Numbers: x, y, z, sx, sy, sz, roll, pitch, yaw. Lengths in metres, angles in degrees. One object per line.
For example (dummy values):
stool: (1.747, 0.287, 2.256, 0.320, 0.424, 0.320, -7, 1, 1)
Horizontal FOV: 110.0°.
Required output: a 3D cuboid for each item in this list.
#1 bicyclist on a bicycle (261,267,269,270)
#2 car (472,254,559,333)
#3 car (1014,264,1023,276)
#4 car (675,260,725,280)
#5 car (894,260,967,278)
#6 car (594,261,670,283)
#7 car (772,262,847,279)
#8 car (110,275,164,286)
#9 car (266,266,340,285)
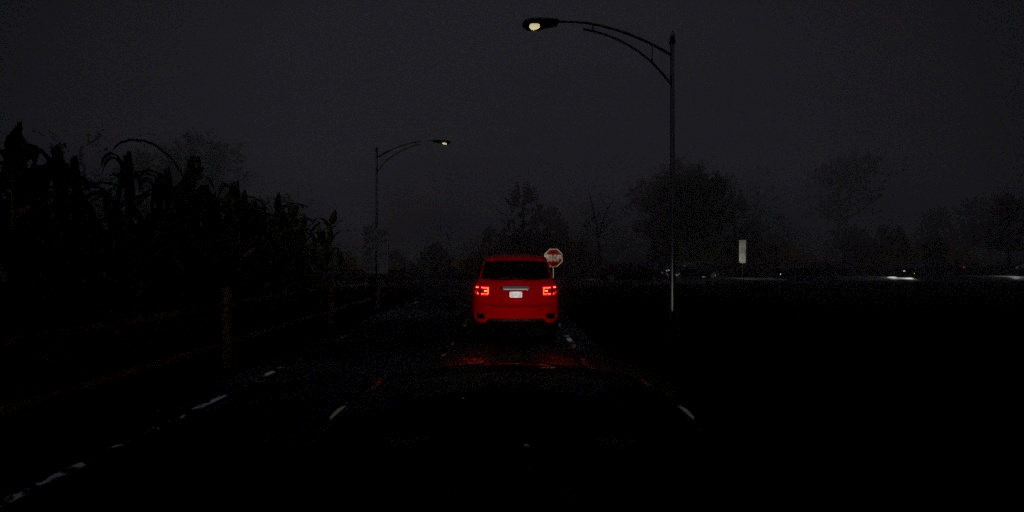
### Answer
bicyclist on a bicycle: (-22.479, 1.345, 32.454, 0.582, 1.620, 1.656, 0, 0, 1)
car: (0.093, 0.970, 10.822, 2.150, 2.045, 5.566, 0, 0, 0)
car: (43.390, 0.881, 28.645, 4.674, 1.442, 1.812, -1, 0, 1)
car: (14.495, 1.099, 29.017, 4.902, 1.511, 2.128, 0, 0, 1)
car: (33.509, 1.008, 28.796, 4.181, 1.385, 1.994, -1, 0, 1)
car: (8.517, 1.149, 26.136, 5.008, 1.535, 1.882, 0, 0, 1)
car: (23.874, 1.129, 28.911, 4.718, 1.301, 1.895, 0, 0, 1)
car: (-27.687, 1.434, 26.541, 5.008, 1.535, 1.882, -1, 0, 1)
car: (-15.520, 1.410, 26.404, 5.357, 1.411, 2.033, 0, 0, 1)
